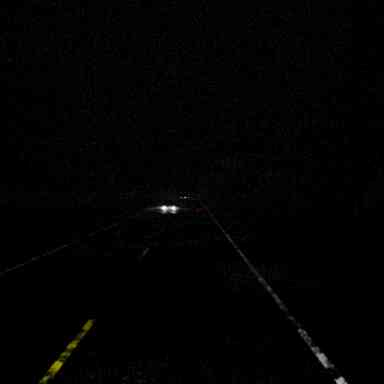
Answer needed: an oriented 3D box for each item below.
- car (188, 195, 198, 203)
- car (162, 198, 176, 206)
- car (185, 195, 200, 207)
[{"bbox_3d":[0.236,1.423,67.118,2.033,1.411,5.357,0,0,0],"label":"car"},{"bbox_3d":[-3.468,1.509,51.440,1.895,1.301,4.718,0,0,0],"label":"car"},{"bbox_3d":[0.199,1.439,48.702,1.812,1.442,4.674,0,0,0],"label":"car"}]
